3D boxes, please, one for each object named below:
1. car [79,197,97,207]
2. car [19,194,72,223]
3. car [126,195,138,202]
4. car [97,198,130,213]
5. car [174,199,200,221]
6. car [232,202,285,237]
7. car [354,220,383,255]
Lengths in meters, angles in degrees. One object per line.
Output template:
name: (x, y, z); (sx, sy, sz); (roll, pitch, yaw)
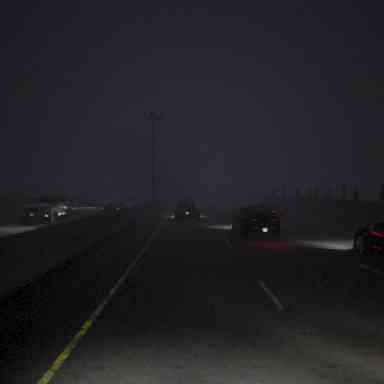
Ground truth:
car: (-15.231, 1.498, 49.426); (1.812, 1.442, 4.674); (0, 0, -1)
car: (-11.078, 1.207, 25.591); (2.150, 2.045, 5.566); (0, 0, -2)
car: (-12.182, 1.280, 67.140); (1.994, 1.385, 4.181); (0, 0, -2)
car: (-7.804, 1.582, 33.570); (1.895, 1.301, 4.718); (0, 0, -2)
car: (-0.418, 1.549, 27.007); (1.994, 1.385, 4.181); (0, 0, -2)
car: (3.333, 1.495, 17.856); (1.837, 1.490, 4.892); (0, 0, -1)
car: (6.999, 1.499, 10.515); (1.837, 1.490, 4.892); (0, 0, -1)
